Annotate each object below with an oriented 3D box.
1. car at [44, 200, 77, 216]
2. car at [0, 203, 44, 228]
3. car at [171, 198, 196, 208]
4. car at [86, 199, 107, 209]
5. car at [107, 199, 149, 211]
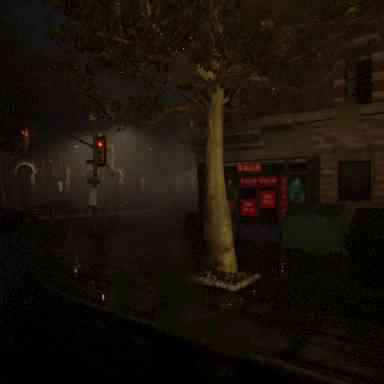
[{"bbox_3d":[-13.334,1.526,31.926,1.812,1.442,4.674,0,0,36],"label":"car"},{"bbox_3d":[-12.026,1.478,20.058,1.882,1.535,5.008,1,1,44],"label":"car"},{"bbox_3d":[-1.368,1.547,48.282,2.033,1.411,5.357,0,0,36],"label":"car"},{"bbox_3d":[-11.918,1.595,45.144,1.895,1.301,4.718,0,0,36],"label":"car"},{"bbox_3d":[-7.440,1.601,40.004,1.895,1.301,4.718,0,0,36],"label":"car"}]
